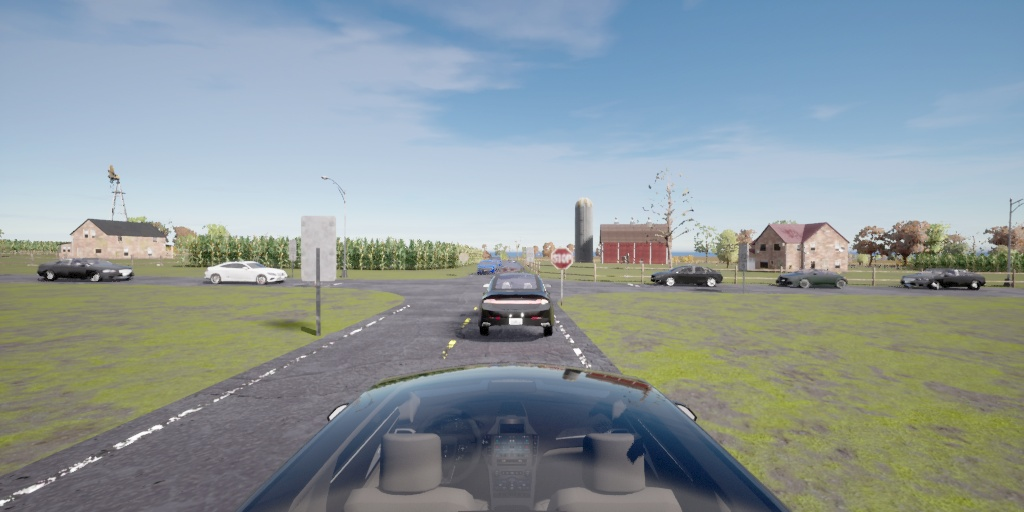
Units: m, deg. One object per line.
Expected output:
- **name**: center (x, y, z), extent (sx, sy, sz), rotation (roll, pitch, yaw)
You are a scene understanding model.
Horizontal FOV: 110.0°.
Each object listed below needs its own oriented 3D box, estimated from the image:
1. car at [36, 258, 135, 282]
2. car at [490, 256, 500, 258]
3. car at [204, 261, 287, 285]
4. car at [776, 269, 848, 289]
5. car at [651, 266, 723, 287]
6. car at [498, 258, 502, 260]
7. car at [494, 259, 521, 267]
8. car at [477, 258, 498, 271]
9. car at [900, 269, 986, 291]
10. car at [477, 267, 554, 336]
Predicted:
- **car**: center (-27.378, 0.880, 23.140), extent (4.902, 1.511, 2.128), rotation (1, 1, 0)
- **car**: center (-2.810, 1.020, 60.316), extent (2.150, 2.045, 5.566), rotation (0, 0, 0)
- **car**: center (-17.136, 1.068, 23.172), extent (4.674, 1.442, 1.812), rotation (1, 1, 0)
- **car**: center (21.870, 1.630, 26.258), extent (4.181, 1.385, 1.994), rotation (1, 1, 0)
- **car**: center (12.737, 1.445, 26.273), extent (4.892, 1.490, 1.837), rotation (1, 1, 1)
- **car**: center (-2.826, 1.330, 49.824), extent (2.033, 1.411, 5.357), rotation (0, 0, 0)
- **car**: center (0.064, 1.312, 34.160), extent (2.033, 1.411, 5.357), rotation (0, 0, 8)
- **car**: center (-2.814, 1.248, 39.878), extent (1.882, 1.535, 5.008), rotation (0, 0, -1)
- **car**: center (31.478, 1.688, 26.283), extent (4.902, 1.511, 2.128), rotation (1, 1, 0)
- **car**: center (0.142, 1.242, 10.388), extent (2.128, 1.511, 4.902), rotation (0, 0, 1)
